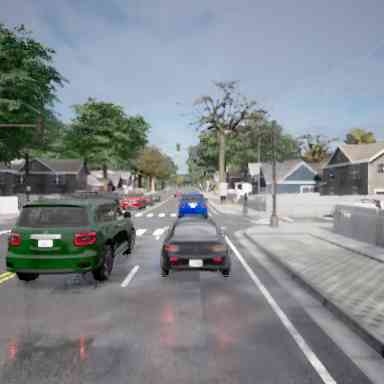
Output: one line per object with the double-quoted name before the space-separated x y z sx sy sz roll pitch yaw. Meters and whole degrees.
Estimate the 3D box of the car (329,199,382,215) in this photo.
"car" 13.273 1.264 25.871 4.902 1.511 2.128 0 1 -2

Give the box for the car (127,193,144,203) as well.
"car" -9.779 0.985 58.010 2.128 1.511 4.902 0 1 1

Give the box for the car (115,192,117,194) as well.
"car" -9.855 0.980 38.356 2.150 2.045 5.566 0 0 0

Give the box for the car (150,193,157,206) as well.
"car" -6.590 1.231 47.712 1.994 1.385 4.181 0 1 1

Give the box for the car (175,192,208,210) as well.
"car" 0.076 1.085 26.165 2.150 2.045 5.566 0 0 0

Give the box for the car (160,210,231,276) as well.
"car" 0.091 1.494 10.148 1.812 1.442 4.674 0 0 0

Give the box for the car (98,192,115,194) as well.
"car" -8.738 1.179 24.203 5.566 2.045 2.150 0 -1 25

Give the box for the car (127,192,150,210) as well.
"car" -6.604 0.980 38.304 2.150 2.045 5.566 0 0 0

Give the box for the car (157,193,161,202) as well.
"car" -6.539 0.989 57.833 2.128 1.511 4.902 0 1 1

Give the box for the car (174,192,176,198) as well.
"car" -3.266 0.604 77.904 1.994 1.385 4.181 0 1 0

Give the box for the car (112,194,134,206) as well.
"car" -9.844 1.154 48.035 2.128 1.511 4.902 0 1 0

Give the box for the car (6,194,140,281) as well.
"car" -3.161 1.192 9.862 2.150 2.045 5.566 0 0 0
